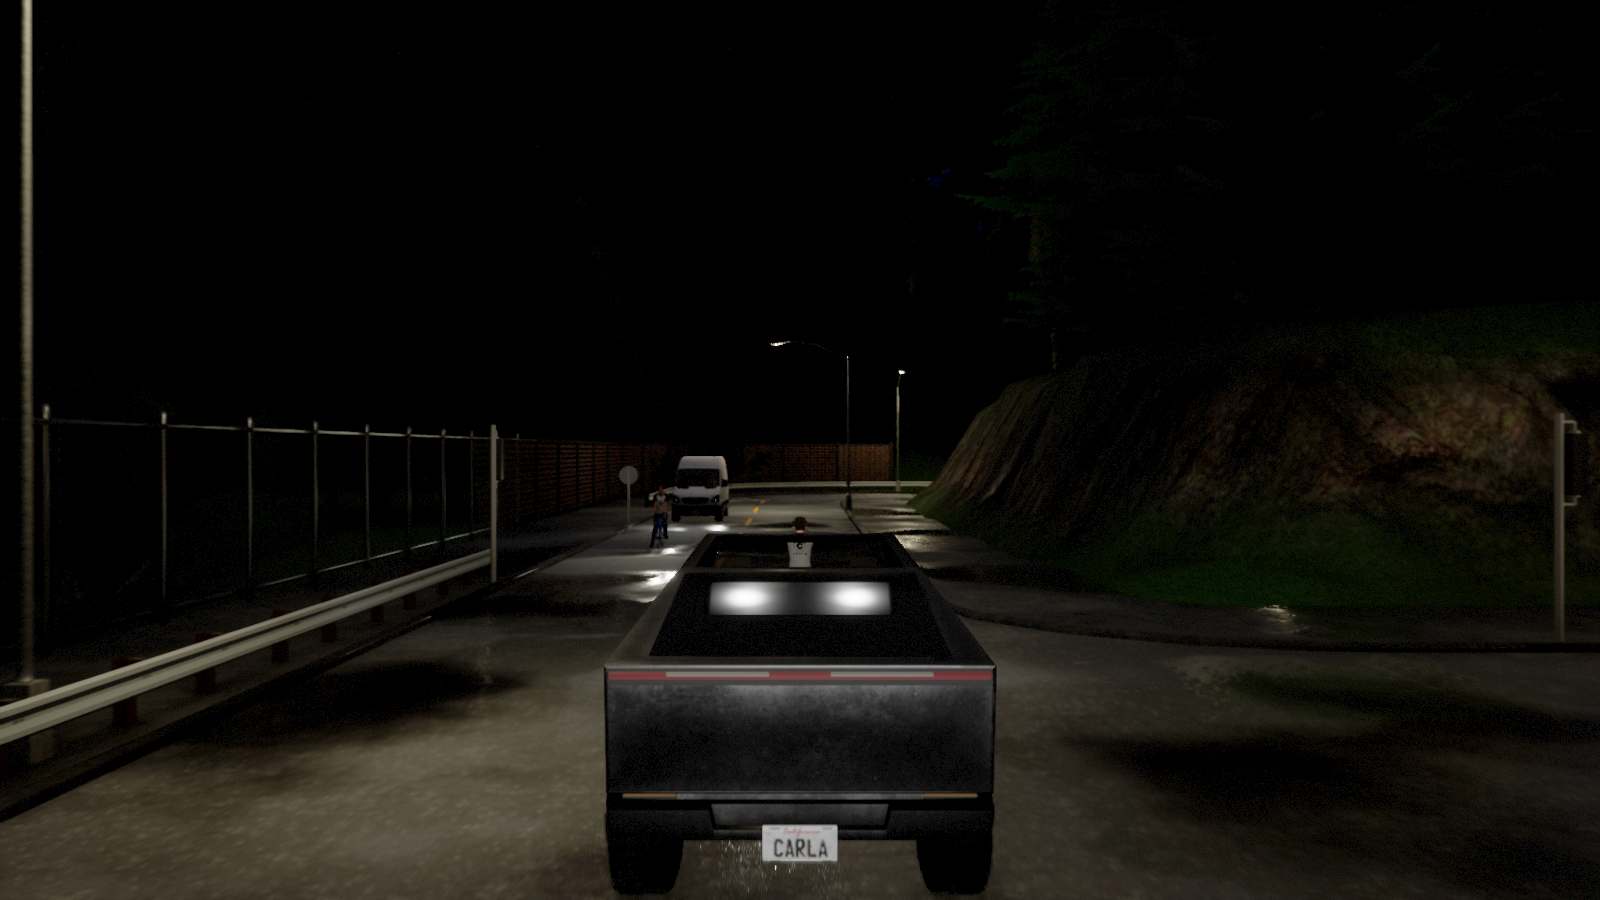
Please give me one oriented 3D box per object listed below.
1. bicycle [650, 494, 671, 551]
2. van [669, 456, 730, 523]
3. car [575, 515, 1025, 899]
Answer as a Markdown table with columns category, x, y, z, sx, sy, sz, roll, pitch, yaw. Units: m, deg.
| category | x | y | z | sx | sy | sz | roll | pitch | yaw |
| --- | --- | --- | --- | --- | --- | --- | --- | --- | --- |
| bicycle | -3.990 | 2.057 | 32.716 | 0.373 | 1.496 | 1.643 | 0 | 0 | 0 |
| van | -4.018 | 1.537 | 46.636 | 1.988 | 2.561 | 5.915 | 0 | 0 | 0 |
| car | 0.001 | 1.754 | 9.214 | 2.390 | 2.098 | 6.274 | 0 | 0 | 0 |
